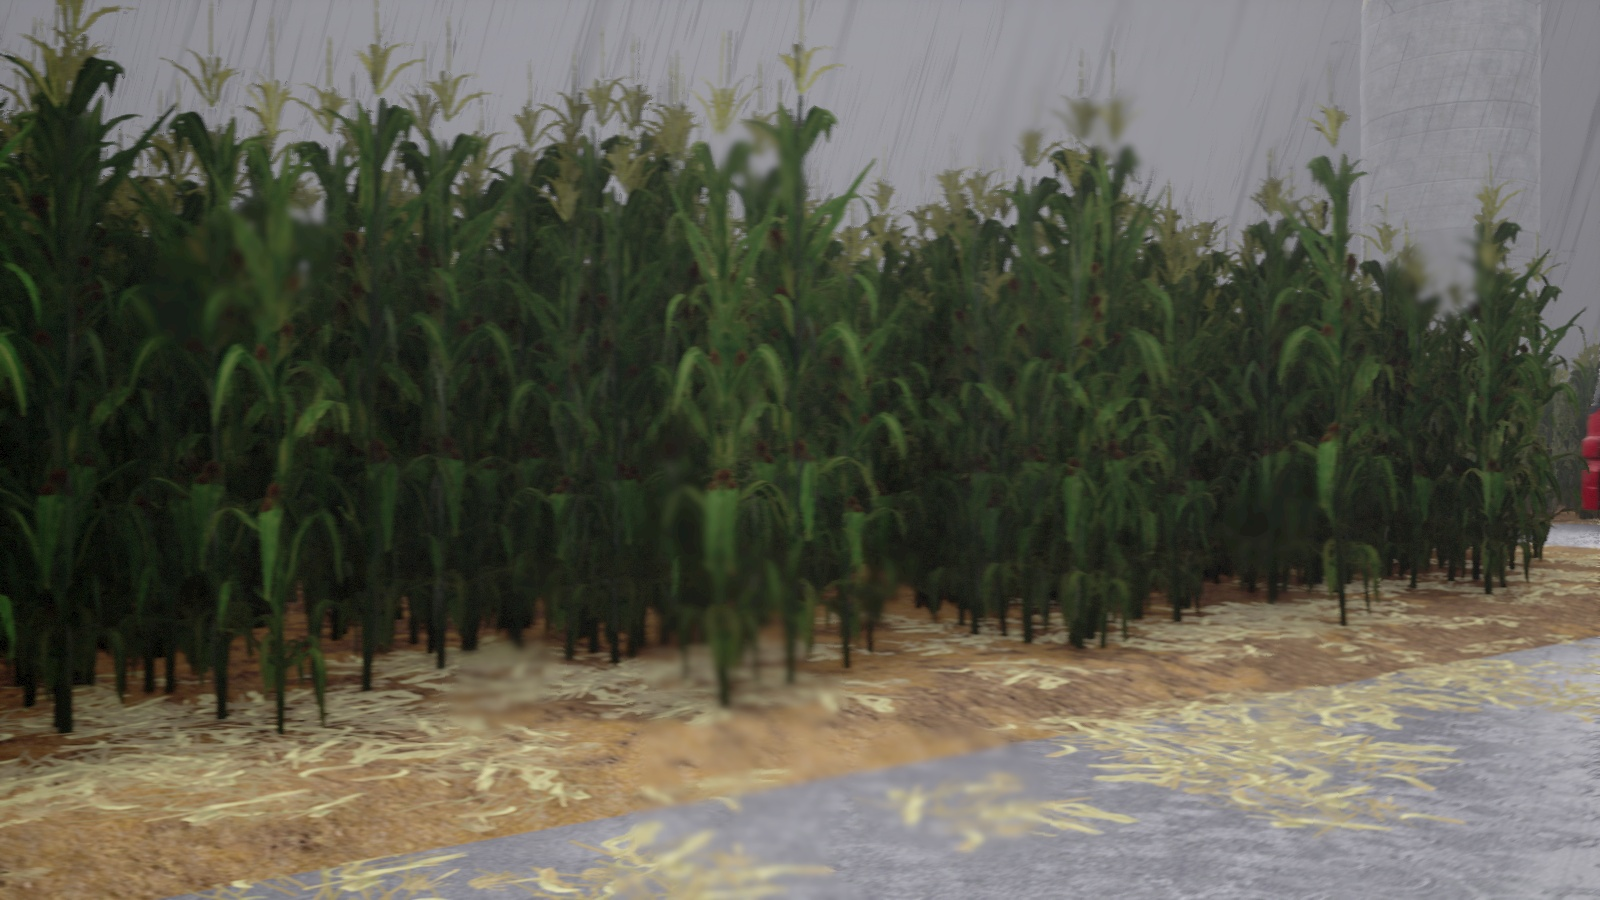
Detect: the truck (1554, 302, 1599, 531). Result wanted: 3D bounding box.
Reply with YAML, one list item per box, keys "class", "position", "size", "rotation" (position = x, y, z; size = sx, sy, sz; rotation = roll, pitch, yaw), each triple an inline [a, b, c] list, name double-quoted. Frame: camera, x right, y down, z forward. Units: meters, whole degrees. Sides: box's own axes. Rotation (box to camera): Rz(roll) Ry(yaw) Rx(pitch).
- class: "truck"
  position: [16.566, -0.547, 18.918]
  size: [2.891, 3.827, 8.468]
  rotation: [0, 0, -35]
